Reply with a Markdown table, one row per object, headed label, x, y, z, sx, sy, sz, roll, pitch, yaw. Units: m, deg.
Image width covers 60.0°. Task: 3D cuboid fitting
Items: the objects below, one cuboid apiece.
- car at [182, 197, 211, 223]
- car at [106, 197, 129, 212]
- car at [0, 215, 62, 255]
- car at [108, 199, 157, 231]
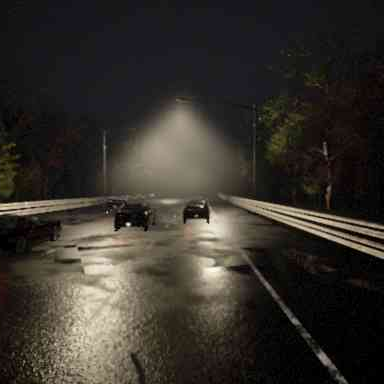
| label | x | y | z | sx | sy | sz | roll | pitch | yaw |
| --- | --- | --- | --- | --- | --- | --- | --- | --- | --- |
| car | 0.323 | 1.362 | 24.253 | 2.128 | 1.511 | 4.902 | 0 | 0 | 1 |
| car | -6.559 | 1.226 | 31.012 | 2.128 | 1.511 | 4.902 | 3 | -4 | 2 |
| car | -6.818 | 1.532 | 12.943 | 1.895 | 1.301 | 4.718 | 0 | 0 | 0 |
| car | -3.247 | 1.401 | 19.555 | 1.837 | 1.490 | 4.892 | 0 | 0 | 1 |
